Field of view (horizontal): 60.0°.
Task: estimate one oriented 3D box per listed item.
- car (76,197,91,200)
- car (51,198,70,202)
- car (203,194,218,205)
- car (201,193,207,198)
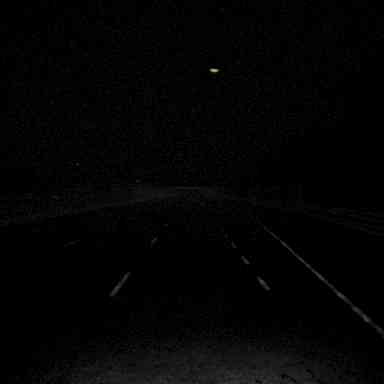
[{"bbox_3d":[-17.490,1.516,53.864,1.882,1.535,5.008,0,0,0],"label":"car"},{"bbox_3d":[-20.989,1.654,53.852,1.895,1.301,4.718,0,0,0],"label":"car"},{"bbox_3d":[3.512,1.524,57.916,1.994,1.385,4.181,0,0,0],"label":"car"},{"bbox_3d":[3.515,1.487,74.435,1.882,1.535,5.008,0,0,0],"label":"car"}]
